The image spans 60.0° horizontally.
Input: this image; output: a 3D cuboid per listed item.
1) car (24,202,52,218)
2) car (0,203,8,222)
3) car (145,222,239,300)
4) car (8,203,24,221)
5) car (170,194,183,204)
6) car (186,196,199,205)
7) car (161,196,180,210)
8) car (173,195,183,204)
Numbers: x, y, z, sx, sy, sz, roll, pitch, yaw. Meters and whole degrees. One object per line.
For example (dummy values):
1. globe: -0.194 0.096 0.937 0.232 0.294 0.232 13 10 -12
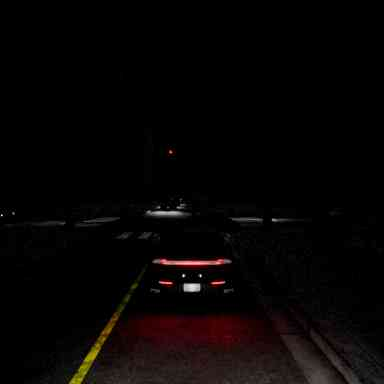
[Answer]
1. car: -14.759 1.575 29.540 4.313 1.339 1.947 0 0 0
2. car: -14.766 1.536 21.514 4.313 1.339 1.947 0 0 0
3. car: 0.003 1.490 8.362 2.128 1.511 4.902 0 0 0
4. car: -15.680 1.205 24.055 5.566 2.045 2.150 0 0 0
5. car: -2.805 1.291 61.446 2.097 1.767 4.553 0 0 0
6. car: 0.115 1.471 56.442 1.812 1.442 4.674 0 0 0
7. car: -2.840 1.569 41.665 1.895 1.301 4.718 0 0 0
8. car: -2.836 1.500 51.328 2.033 1.411 5.357 0 0 0
